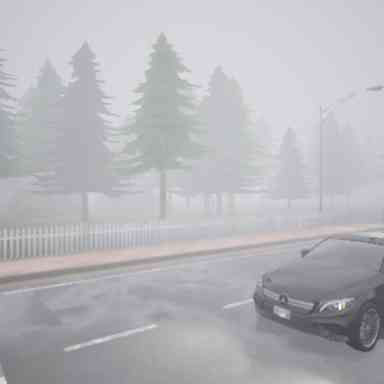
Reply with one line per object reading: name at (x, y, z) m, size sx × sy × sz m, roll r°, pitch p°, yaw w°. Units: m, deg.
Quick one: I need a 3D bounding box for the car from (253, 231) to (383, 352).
car at (3.237, 1.523, 6.279) m, size 4.674 × 1.442 × 1.812 m, roll 0°, pitch 0°, yaw -35°
